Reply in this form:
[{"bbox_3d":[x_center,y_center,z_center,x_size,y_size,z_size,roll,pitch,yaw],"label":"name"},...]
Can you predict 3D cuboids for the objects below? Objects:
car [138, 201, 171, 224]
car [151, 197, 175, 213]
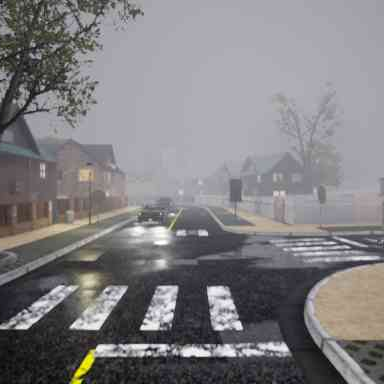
[{"bbox_3d":[-2.845,1.588,24.897,1.895,1.301,4.718,0,0,0],"label":"car"},{"bbox_3d":[-2.936,1.332,36.522,2.097,1.767,4.553,0,0,-1],"label":"car"}]
